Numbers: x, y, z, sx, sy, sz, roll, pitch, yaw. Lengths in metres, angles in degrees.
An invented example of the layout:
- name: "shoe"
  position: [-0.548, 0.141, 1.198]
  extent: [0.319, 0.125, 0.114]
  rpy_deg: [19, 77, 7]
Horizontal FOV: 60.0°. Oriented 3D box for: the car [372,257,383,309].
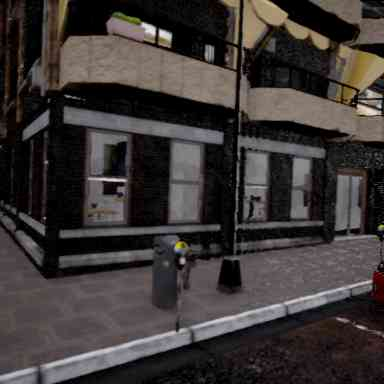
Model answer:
- name: "car"
  position: [5.512, 1.326, 6.247]
  extent: [5.009, 1.841, 2.192]
  rpy_deg: [1, 2, -34]
